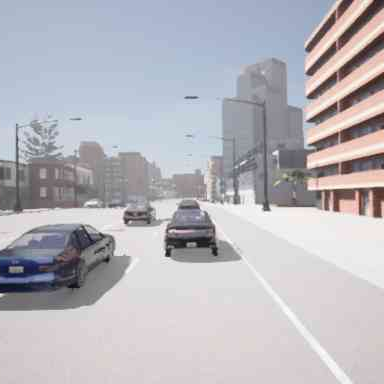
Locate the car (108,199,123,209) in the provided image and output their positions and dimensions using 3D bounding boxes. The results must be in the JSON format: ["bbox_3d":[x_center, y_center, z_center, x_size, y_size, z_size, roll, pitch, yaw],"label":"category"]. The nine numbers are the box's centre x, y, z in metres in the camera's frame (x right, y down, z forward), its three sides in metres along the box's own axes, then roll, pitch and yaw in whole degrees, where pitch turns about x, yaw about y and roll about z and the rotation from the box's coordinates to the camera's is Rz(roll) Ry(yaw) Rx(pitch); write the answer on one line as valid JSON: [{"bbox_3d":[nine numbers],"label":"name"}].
[{"bbox_3d":[-11.194,1.757,49.961,2.033,1.411,5.357,-1,-1,0],"label":"car"}]

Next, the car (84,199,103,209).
[{"bbox_3d":[-14.692,1.800,49.905,1.812,1.442,4.674,-1,-2,0],"label":"car"}]

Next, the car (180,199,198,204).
[{"bbox_3d":[-0.248,1.360,28.025,1.837,1.490,4.892,-1,1,0],"label":"car"}]

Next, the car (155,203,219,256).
[{"bbox_3d":[-0.039,1.433,12.905,2.128,1.511,4.902,-1,0,0],"label":"car"}]

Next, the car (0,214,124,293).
[{"bbox_3d":[-3.511,1.576,9.129,2.033,1.411,5.357,-1,0,0],"label":"car"}]

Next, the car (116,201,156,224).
[{"bbox_3d":[-3.722,1.489,24.148,2.033,1.411,5.357,-1,0,0],"label":"car"}]
